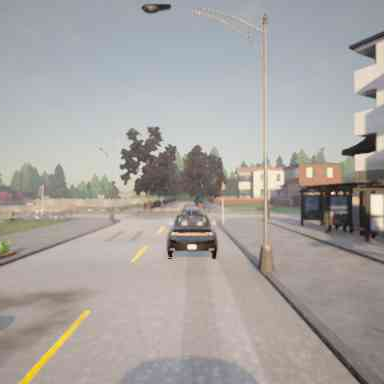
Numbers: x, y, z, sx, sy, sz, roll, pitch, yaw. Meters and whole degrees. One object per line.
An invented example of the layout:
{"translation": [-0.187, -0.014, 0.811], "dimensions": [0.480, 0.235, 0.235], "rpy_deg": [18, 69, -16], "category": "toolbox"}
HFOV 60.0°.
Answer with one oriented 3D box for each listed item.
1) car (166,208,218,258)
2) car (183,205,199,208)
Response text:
{"translation": [0.017, 1.643, 13.490], "dimensions": [2.128, 1.511, 4.902], "rpy_deg": [0, 0, 0], "category": "car"}
{"translation": [-0.089, 1.845, 28.878], "dimensions": [1.812, 1.442, 4.674], "rpy_deg": [0, 0, -2], "category": "car"}
